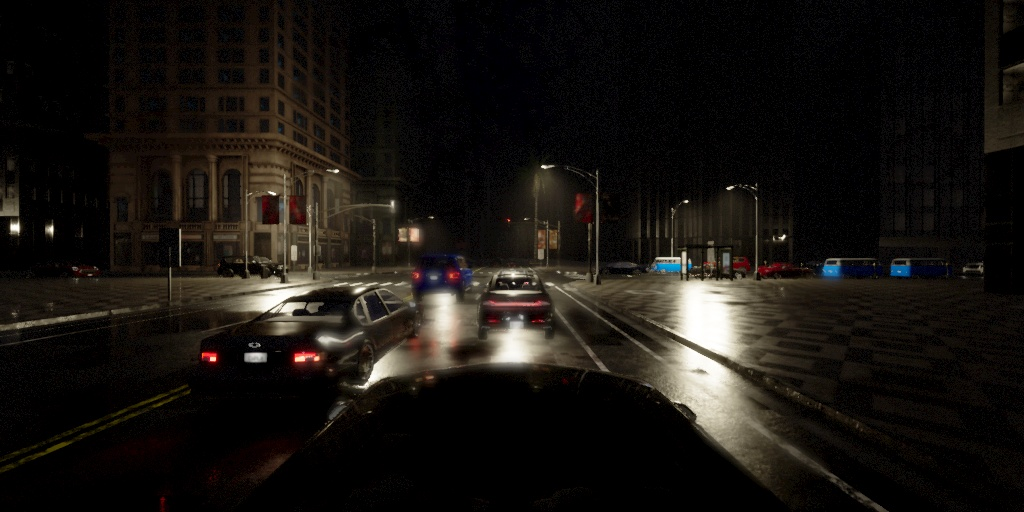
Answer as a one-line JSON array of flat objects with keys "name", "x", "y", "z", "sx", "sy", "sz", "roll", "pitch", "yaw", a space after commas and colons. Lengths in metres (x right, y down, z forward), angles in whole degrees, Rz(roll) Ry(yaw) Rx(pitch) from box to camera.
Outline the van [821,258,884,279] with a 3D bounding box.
[{"name": "van", "x": 28.416, "y": 1.081, "z": 29.858, "sx": 3.998, "sy": 1.789, "sz": 1.690, "roll": 0, "pitch": 0, "yaw": 0}]

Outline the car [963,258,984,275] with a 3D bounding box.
[{"name": "car", "x": 48.538, "y": 1.032, "z": 35.632, "sx": 5.566, "sy": 2.045, "sz": 2.150, "roll": 0, "pitch": 0, "yaw": 0}]

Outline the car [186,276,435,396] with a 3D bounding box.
[{"name": "car", "x": -3.149, "y": 1.297, "z": 6.925, "sx": 2.033, "sy": 1.411, "sz": 5.357, "roll": 0, "pitch": 0, "yaw": 0}]

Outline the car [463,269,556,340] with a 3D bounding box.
[{"name": "car", "x": 0.092, "y": 1.240, "z": 9.994, "sx": 2.128, "sy": 1.511, "sz": 4.902, "roll": 0, "pitch": 0, "yaw": 0}]

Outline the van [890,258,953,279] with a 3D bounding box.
[{"name": "van", "x": 34.093, "y": 1.079, "z": 29.862, "sx": 3.998, "sy": 1.789, "sz": 1.690, "roll": 0, "pitch": 0, "yaw": 0}]

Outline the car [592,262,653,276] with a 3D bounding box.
[{"name": "car", "x": 10.709, "y": 1.283, "z": 35.621, "sx": 5.357, "sy": 1.411, "sz": 2.033, "roll": 0, "pitch": 0, "yaw": -2}]

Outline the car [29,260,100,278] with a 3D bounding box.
[{"name": "car", "x": -40.630, "y": 1.147, "z": 32.622, "sx": 4.553, "sy": 1.767, "sz": 2.097, "roll": 0, "pitch": 0, "yaw": 0}]

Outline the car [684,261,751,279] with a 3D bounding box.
[{"name": "car", "x": 17.061, "y": 1.298, "z": 29.850, "sx": 4.403, "sy": 1.370, "sz": 2.007, "roll": 0, "pitch": 0, "yaw": 0}]

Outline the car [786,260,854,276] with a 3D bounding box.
[{"name": "car", "x": 30.612, "y": 1.214, "z": 35.715, "sx": 4.902, "sy": 1.511, "sz": 2.128, "roll": 0, "pitch": 0, "yaw": 0}]

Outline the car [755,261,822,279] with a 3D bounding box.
[{"name": "car", "x": 22.739, "y": 1.326, "z": 29.854, "sx": 4.207, "sy": 1.307, "sz": 1.802, "roll": 0, "pitch": 0, "yaw": 0}]

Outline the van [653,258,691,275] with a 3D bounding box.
[{"name": "van", "x": 17.054, "y": 1.064, "z": 38.375, "sx": 3.998, "sy": 1.789, "sz": 1.690, "roll": 0, "pitch": 0, "yaw": 0}]

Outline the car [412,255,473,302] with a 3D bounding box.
[{"name": "car", "x": -3.156, "y": 0.972, "z": 17.166, "sx": 2.150, "sy": 2.045, "sz": 5.566, "roll": 0, "pitch": 0, "yaw": 0}]

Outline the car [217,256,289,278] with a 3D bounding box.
[{"name": "car", "x": -23.454, "y": 0.997, "z": 32.536, "sx": 5.566, "sy": 2.045, "sz": 2.150, "roll": 0, "pitch": 0, "yaw": 0}]

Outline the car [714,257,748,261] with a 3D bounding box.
[{"name": "car", "x": 22.731, "y": 1.034, "z": 38.379, "sx": 5.009, "sy": 1.841, "sz": 2.192, "roll": 0, "pitch": 0, "yaw": 0}]
